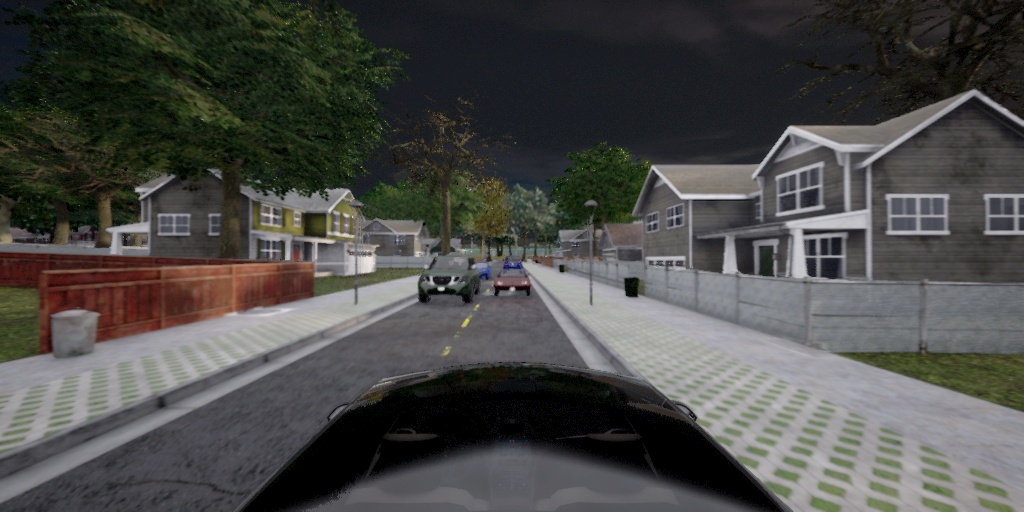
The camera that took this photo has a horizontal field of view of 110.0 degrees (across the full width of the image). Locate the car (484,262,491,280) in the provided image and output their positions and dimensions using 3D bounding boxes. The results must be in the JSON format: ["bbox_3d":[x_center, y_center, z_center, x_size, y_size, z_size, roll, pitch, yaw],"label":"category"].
[{"bbox_3d":[-2.785,1.205,30.676,1.882,1.535,5.008,0,0,1],"label":"car"}]

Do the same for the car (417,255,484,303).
[{"bbox_3d":[-2.784,0.963,16.984,2.150,2.045,5.566,0,0,0],"label":"car"}]

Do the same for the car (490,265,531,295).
[{"bbox_3d":[0.034,1.339,19.716,1.895,1.301,4.718,0,0,1],"label":"car"}]

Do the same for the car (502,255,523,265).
[{"bbox_3d":[0.096,0.932,40.040,2.150,2.045,5.566,0,0,0],"label":"car"}]
